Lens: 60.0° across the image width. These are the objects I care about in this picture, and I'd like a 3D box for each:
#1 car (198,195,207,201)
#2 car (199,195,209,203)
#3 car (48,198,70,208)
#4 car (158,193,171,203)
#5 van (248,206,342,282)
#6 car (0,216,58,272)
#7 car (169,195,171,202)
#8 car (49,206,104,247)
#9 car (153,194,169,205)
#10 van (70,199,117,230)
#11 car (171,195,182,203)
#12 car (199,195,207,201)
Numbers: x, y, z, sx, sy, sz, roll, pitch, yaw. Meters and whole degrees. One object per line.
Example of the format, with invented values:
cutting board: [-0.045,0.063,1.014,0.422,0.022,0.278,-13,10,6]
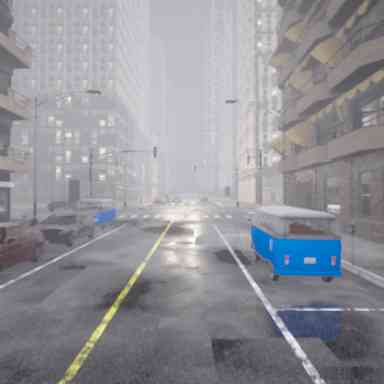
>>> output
car: [2.709,1.486,86.511,1.947,1.339,4.313,1,0,0]
car: [2.707,1.517,69.778,1.802,1.307,4.206,1,0,0]
car: [-16.488,1.458,43.147,4.097,1.590,1.967,0,-1,0]
car: [-5.667,1.251,69.717,2.192,1.841,5.009,1,0,0]
van: [2.709,1.333,9.472,1.690,1.788,3.998,1,0,0]
car: [-5.642,1.574,9.420,1.802,1.307,4.206,1,0,0]
car: [-5.673,1.523,64.142,1.802,1.307,4.206,1,0,0]
car: [-5.642,1.552,14.959,1.947,1.339,4.313,1,0,0]
car: [-5.670,1.386,58.567,1.967,1.590,4.097,1,0,0]
van: [-5.807,1.322,20.500,1.690,1.788,3.998,1,0,0]
car: [-2.997,1.466,66.136,1.812,1.442,4.674,0,1,0]
car: [2.710,1.451,81.104,1.752,1.417,4.829,1,0,0]
